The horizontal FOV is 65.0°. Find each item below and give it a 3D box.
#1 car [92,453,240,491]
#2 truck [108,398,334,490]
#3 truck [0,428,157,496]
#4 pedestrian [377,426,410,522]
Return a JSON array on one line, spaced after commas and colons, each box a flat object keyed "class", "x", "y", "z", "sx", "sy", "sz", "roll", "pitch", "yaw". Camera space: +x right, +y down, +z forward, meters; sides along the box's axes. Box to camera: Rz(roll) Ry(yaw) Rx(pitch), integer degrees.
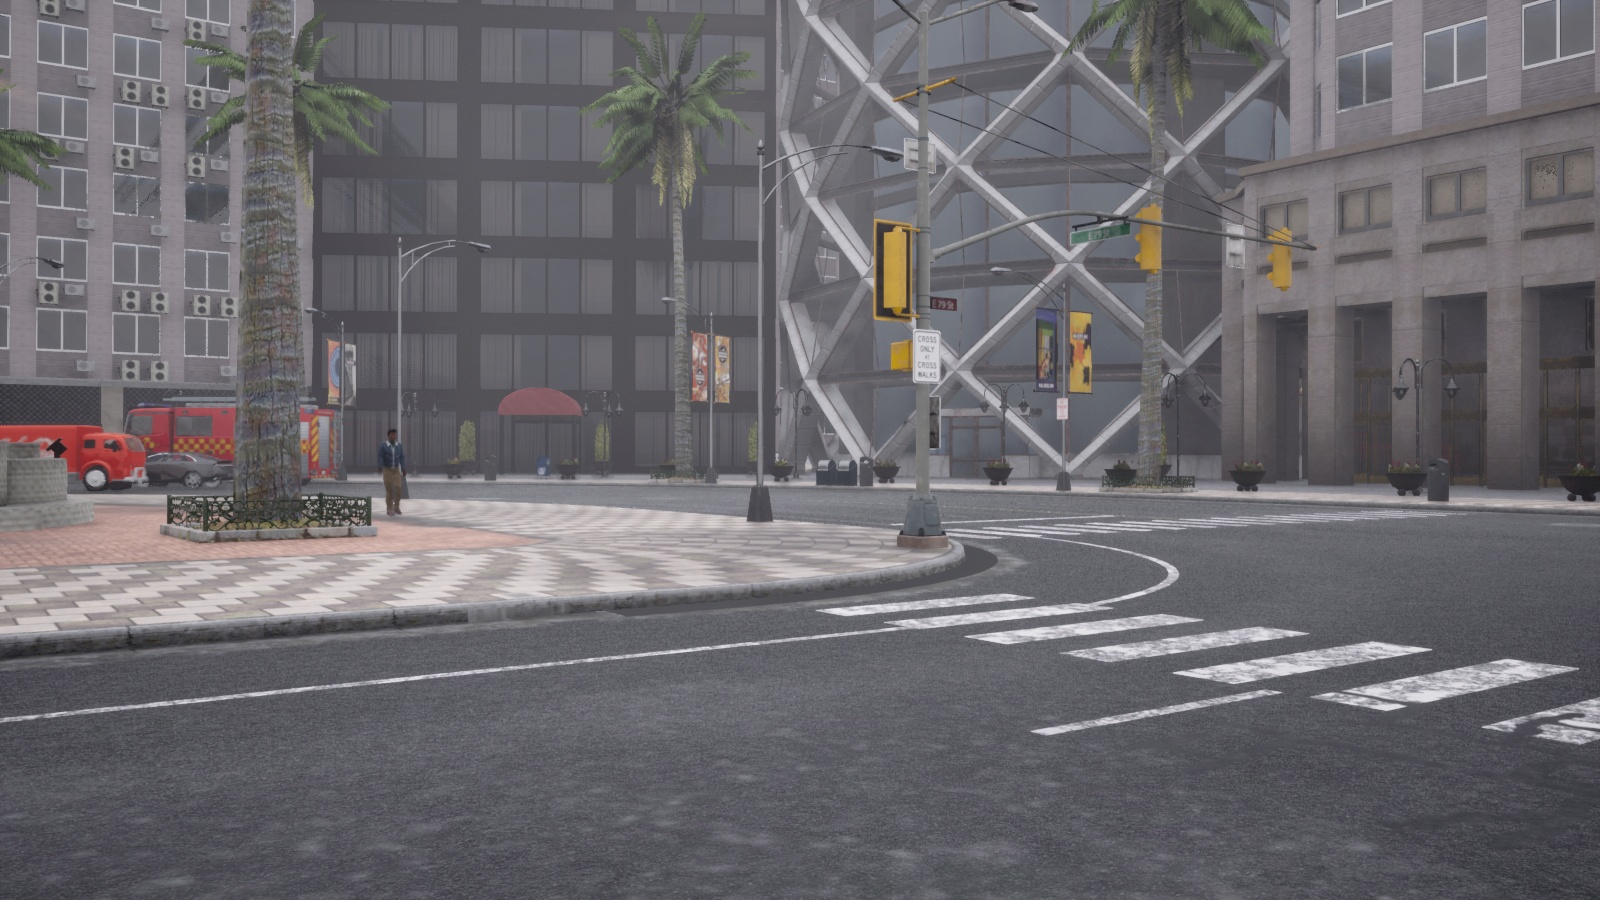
[{"class": "car", "x": -25.479, "y": 0.879, "z": 50.592, "sx": 4.902, "sy": 1.511, "sz": 2.128, "roll": 0, "pitch": 0, "yaw": 0}, {"class": "truck", "x": -24.834, "y": -0.235, "z": 54.132, "sx": 8.468, "sy": 3.827, "sz": 2.891, "roll": 0, "pitch": 0, "yaw": 2}, {"class": "truck", "x": -27.326, "y": 0.431, "z": 47.011, "sx": 5.204, "sy": 2.467, "sz": 2.627, "roll": 0, "pitch": 0, "yaw": -5}, {"class": "pedestrian", "x": -8.371, "y": 0.483, "z": 25.868, "sx": 0.423, "sy": 1.949, "sz": 0.788, "roll": 0, "pitch": 0, "yaw": -36}]
